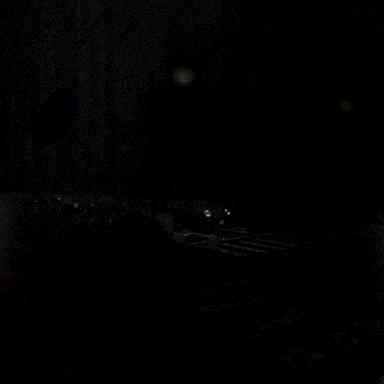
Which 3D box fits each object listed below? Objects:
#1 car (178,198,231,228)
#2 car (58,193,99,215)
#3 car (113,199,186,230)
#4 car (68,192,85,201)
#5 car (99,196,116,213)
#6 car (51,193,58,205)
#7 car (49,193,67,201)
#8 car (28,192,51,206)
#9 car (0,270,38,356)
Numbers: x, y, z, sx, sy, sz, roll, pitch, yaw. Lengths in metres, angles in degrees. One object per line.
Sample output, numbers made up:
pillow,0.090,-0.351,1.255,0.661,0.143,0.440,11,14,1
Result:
car,0.476,1.241,21.782,2.097,1.767,4.553,-1,1,-36
car,-11.111,1.164,32.333,2.097,1.767,4.553,-1,1,-36
car,-2.781,1.419,20.748,2.128,1.511,4.902,-1,1,-36
car,-22.913,0.880,65.778,1.882,1.535,5.008,-1,1,-36
car,-8.642,1.240,34.472,1.882,1.535,5.008,-1,1,-36
car,-19.569,1.018,49.824,2.097,1.767,4.553,-1,1,-36
car,-26.123,0.988,64.677,2.033,1.411,5.357,-1,1,-36
car,-22.189,1.207,47.905,1.837,1.490,4.892,-1,1,-36
car,-4.186,1.545,3.665,4.507,1.381,1.887,0,-1,-36
